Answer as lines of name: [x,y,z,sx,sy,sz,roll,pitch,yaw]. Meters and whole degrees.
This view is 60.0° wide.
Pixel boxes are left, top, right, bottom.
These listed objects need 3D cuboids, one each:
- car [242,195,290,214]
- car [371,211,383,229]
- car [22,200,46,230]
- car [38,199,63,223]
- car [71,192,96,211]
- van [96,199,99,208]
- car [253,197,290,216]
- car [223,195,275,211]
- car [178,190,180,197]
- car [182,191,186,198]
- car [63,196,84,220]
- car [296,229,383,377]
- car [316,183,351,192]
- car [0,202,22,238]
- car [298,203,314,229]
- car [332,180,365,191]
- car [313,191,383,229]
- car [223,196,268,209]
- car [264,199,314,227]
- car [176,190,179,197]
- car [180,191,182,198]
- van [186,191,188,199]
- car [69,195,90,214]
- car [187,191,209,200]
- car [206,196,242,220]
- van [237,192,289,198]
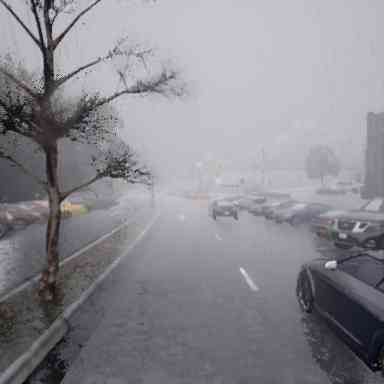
car: [6.980,1.259,27.156,4.892,1.521,2.231,1,1,-23]
car: [7.669,1.405,9.042,5.008,1.535,2.097,1,1,-21]
car: [-10.916,1.406,18.578,4.674,1.452,2.002,-1,1,-22]
car: [-11.053,1.384,21.536,4.674,1.452,2.002,-1,1,-23]
car: [-11.535,1.151,30.416,4.553,1.767,2.185,-1,1,-23]
van: [-11.667,1.027,33.406,4.442,1.987,1.878,-1,0,-24]
car: [7.128,1.322,24.142,4.674,1.452,2.002,0,0,-23]
car: [6.216,1.180,36.121,5.366,1.575,1.946,0,1,-24]
car: [-0.270,0.924,91.746,5.366,1.575,1.946,0,0,-30]
car: [1.053,0.759,82.737,5.566,2.045,2.435,0,1,-30]
car: [-11.041,1.315,24.570,5.366,1.575,1.946,-1,0,-23]
car: [3.034,1.523,4.822,1.994,1.385,4.181,0,0,-1]
car: [21.235,-0.209,51.036,2.002,1.452,4.674,-7,4,-29]
car: [-10.775,1.262,15.627,4.553,1.767,2.185,-1,1,-22]
car: [7.501,1.395,15.088,4.674,1.452,2.002,1,0,-22]
car: [24.193,-0.791,51.485,2.435,2.045,5.566,-7,4,-29]
car: [7.572,1.129,12.047,5.566,2.045,2.435,1,1,-22]
car: [6.338,1.196,39.180,4.792,1.488,2.163,0,0,-25]
car: [7.277,1.346,21.121,4.674,1.452,2.002,1,1,-23]
car: [-0.915,0.648,94.626,5.566,2.045,2.435,0,0,-30]
car: [0.603,0.731,85.741,5.566,2.045,2.435,0,0,-30]
van: [1.460,0.812,79.727,4.442,1.987,1.878,0,1,-29]
car: [-11.548,1.300,27.376,5.366,1.575,1.946,-1,1,-23]
car: [1.997,0.941,76.798,4.553,1.767,2.185,0,0,-29]
car: [2.342,1.320,25.757,1.812,1.442,4.674,0,0,-3]
van: [6.694,1.006,30.120,4.442,1.987,1.878,0,1,-24]
